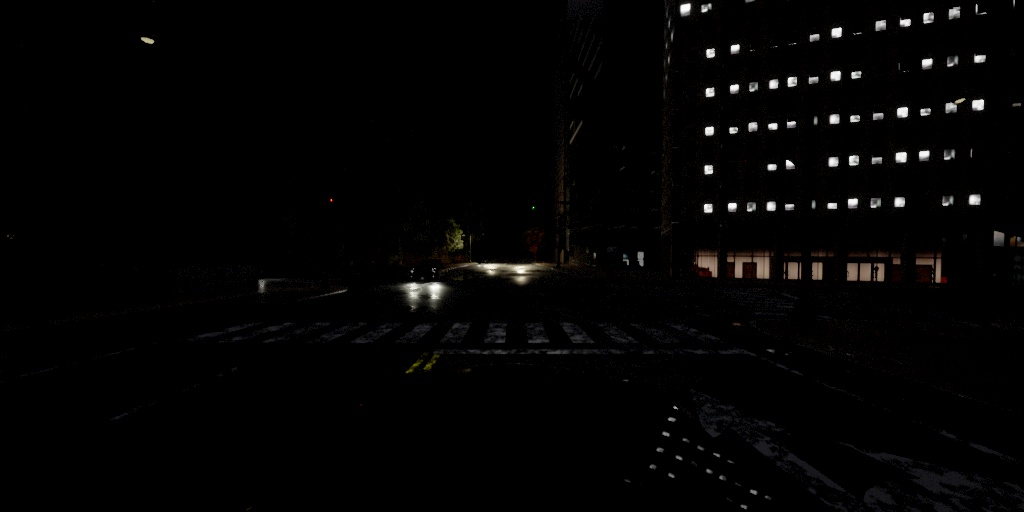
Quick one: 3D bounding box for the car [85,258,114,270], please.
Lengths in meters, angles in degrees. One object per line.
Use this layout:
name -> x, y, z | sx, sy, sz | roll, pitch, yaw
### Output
car -> -41.328, 0.946, 36.048 | 4.892, 1.490, 1.837 | 1, 2, 21

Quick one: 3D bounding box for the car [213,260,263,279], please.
car -> -22.416, 1.106, 28.899 | 4.892, 1.490, 1.837 | 2, 2, 21

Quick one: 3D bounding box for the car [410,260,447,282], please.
car -> -6.527, 1.067, 28.292 | 2.097, 1.767, 4.553 | -1, -1, 0
